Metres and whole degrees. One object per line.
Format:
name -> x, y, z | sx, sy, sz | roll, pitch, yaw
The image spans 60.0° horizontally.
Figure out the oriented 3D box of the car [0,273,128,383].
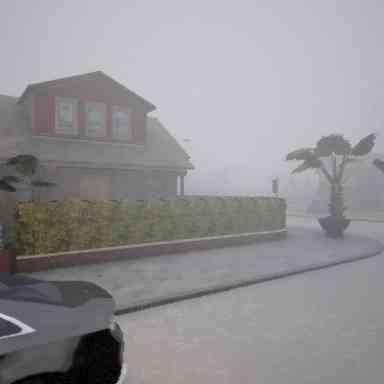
car -> -2.935, 1.491, 2.513 | 4.902, 1.511, 2.128 | 0, 0, -35
